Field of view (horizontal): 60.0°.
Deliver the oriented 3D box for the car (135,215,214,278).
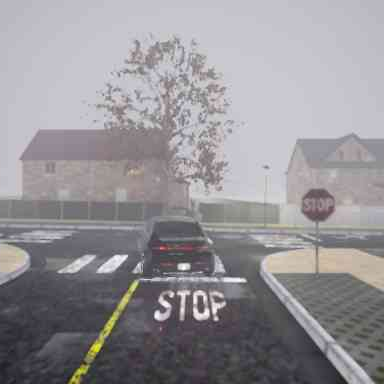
[{"bbox_3d":[-0.655,1.482,10.208,1.837,1.490,4.892,1,1,-11],"label":"car"}]
